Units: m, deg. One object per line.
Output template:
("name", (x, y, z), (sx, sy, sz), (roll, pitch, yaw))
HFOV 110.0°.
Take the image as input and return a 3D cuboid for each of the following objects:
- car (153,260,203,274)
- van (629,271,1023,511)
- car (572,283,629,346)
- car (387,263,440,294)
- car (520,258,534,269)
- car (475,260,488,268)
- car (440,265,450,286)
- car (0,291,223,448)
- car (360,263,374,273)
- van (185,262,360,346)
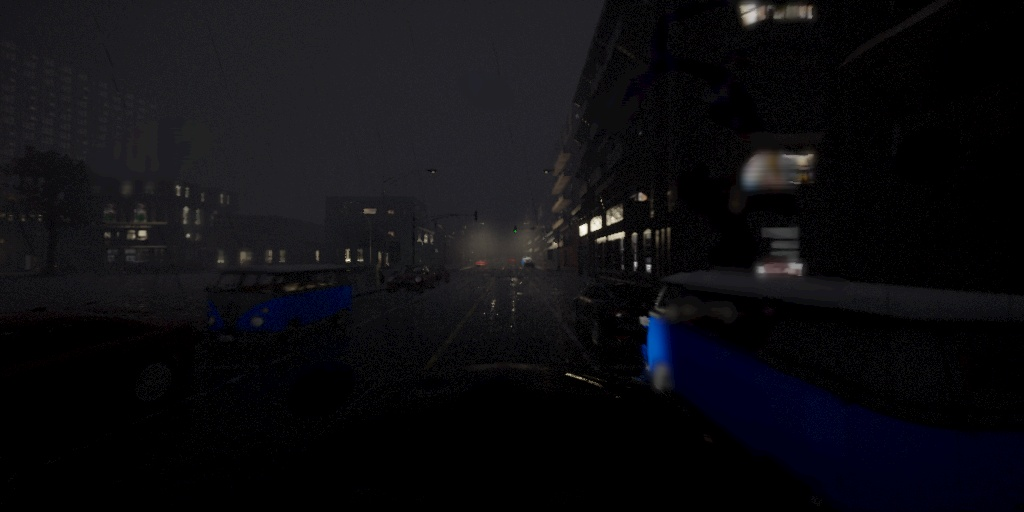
("car", (-42.874, 1.384, 46.725), (5.009, 1.841, 2.192), (0, 0, 1))
("van", (2.694, 1.094, 3.559), (1.690, 1.789, 3.998), (0, 0, 0))
("car", (2.698, 1.328, 9.206), (1.948, 1.339, 4.313), (0, 0, 0))
("car", (-5.641, 1.219, 20.471), (1.967, 1.591, 4.097), (0, 0, 0))
("car", (2.736, 1.365, 58.631), (2.007, 1.370, 4.403), (0, 0, 0))
("car", (-5.641, 1.399, 64.181), (1.802, 1.307, 4.207), (0, 0, 0))
("car", (-5.637, 1.333, 26.116), (1.888, 1.381, 4.507), (0, 0, 0))
("car", (-5.654, 1.299, 3.533), (1.888, 1.381, 4.507), (0, 0, 0))
("car", (-19.679, 1.509, 46.434), (4.403, 1.370, 2.007), (0, 0, 1))
("van", (-5.650, 1.104, 9.179), (1.690, 1.789, 3.998), (0, 0, 0))
